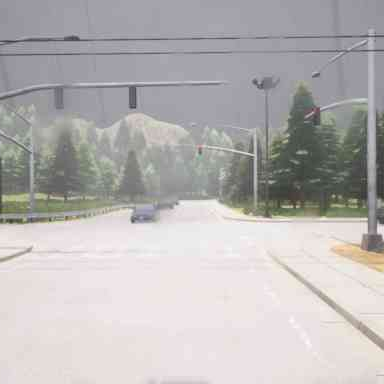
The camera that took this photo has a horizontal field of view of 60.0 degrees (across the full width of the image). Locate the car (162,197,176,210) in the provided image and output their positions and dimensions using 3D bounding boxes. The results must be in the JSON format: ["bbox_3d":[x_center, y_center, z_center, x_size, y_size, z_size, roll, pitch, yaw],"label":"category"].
[{"bbox_3d":[-3.528,1.737,45.038,1.895,1.301,4.718,0,0,0],"label":"car"}]

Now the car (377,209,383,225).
[{"bbox_3d":[14.611,1.362,22.105,4.553,1.767,2.097,0,0,1],"label":"car"}]

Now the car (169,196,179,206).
[{"bbox_3d":[-3.387,1.519,57.735,2.097,1.767,4.553,0,0,1],"label":"car"}]

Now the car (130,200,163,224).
[{"bbox_3d":[-3.569,1.621,25.926,1.812,1.442,4.674,0,0,0],"label":"car"}]
